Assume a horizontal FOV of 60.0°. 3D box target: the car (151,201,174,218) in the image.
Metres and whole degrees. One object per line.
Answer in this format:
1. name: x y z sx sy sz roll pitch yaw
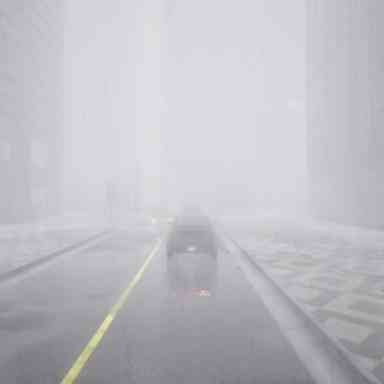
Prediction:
1. car: -3.040 1.699 34.648 2.097 1.767 4.553 0 0 0

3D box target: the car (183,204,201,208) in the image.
1. car: 0.008 1.780 28.503 2.128 1.511 4.902 0 0 1

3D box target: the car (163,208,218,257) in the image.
1. car: 0.016 1.646 13.500 1.837 1.490 4.892 0 0 1
